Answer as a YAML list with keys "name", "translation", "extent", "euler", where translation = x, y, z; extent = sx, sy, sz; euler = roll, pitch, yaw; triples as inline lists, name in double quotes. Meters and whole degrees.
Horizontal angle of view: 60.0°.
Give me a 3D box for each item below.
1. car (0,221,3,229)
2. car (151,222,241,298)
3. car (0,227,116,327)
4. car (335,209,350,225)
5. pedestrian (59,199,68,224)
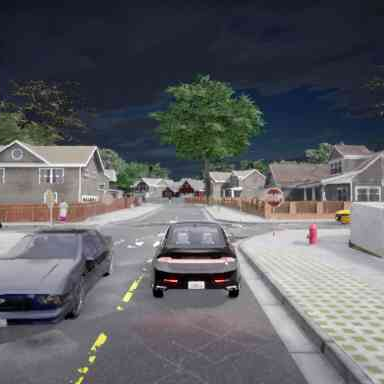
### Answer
- name: "car"
  translation: [-13.317, 1.714, 19.160]
  extent: [4.181, 1.385, 1.994]
  euler: [-1, -2, 0]
- name: "car"
  translation: [0.079, 1.506, 8.544]
  extent: [2.128, 1.511, 4.902]
  euler: [0, 0, 0]
- name: "car"
  translation: [-3.009, 1.559, 7.584]
  extent: [2.033, 1.411, 5.357]
  euler: [0, 0, -3]
- name: "car"
  translation: [12.026, 1.402, 21.848]
  extent: [5.008, 1.535, 1.882]
  euler: [-1, -2, 1]
- name: "pedestrian"
  translation: [-9.708, 1.454, 25.017]
  extent: [0.375, 1.860, 0.375]
  euler: [0, -1, 1]
